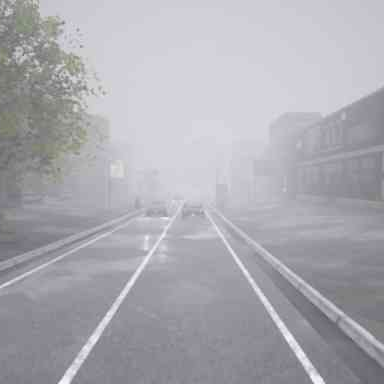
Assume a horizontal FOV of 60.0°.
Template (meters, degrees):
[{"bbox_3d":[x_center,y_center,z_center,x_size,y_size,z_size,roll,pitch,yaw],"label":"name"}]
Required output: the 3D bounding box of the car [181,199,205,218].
[{"bbox_3d":[0.093,1.519,28.834,1.895,1.301,4.718,0,0,0],"label":"car"}]

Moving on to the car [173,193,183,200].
[{"bbox_3d":[-3.017,0.918,71.075,1.882,1.535,5.008,0,1,0],"label":"car"}]

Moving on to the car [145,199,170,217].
[{"bbox_3d":[-3.102,1.412,30.418,1.837,1.490,4.892,0,0,0],"label":"car"}]
